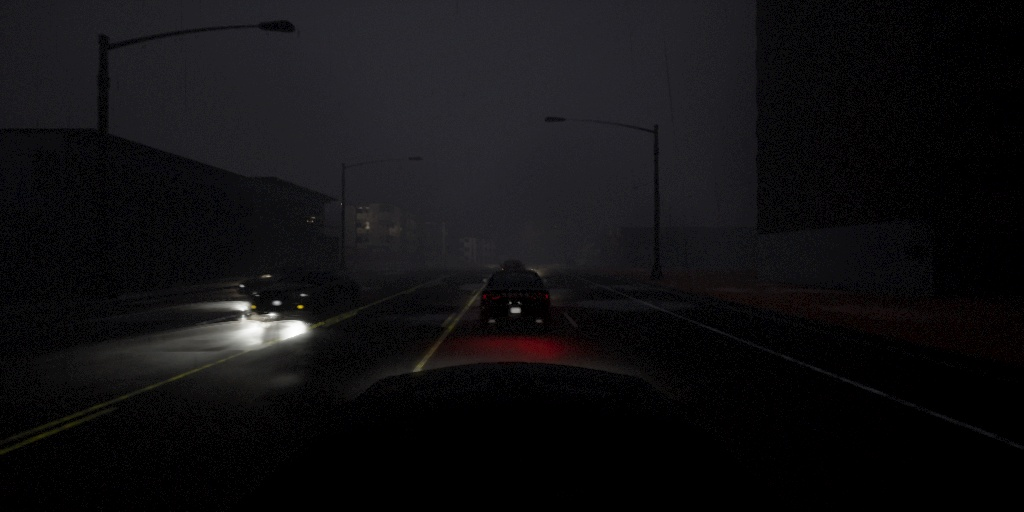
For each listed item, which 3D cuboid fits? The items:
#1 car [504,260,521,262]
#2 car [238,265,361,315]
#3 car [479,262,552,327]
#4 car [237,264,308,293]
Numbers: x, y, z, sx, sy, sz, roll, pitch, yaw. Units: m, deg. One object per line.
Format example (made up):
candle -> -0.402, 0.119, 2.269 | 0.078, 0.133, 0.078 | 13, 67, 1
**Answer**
car -> 0.050, 0.990, 26.643 | 1.812, 1.442, 4.674 | 0, 1, 0
car -> -7.094, 1.196, 12.797 | 1.994, 1.385, 4.181 | 0, 1, 0
car -> 0.089, 1.132, 11.144 | 1.882, 1.535, 5.008 | 0, 1, 0
car -> -10.573, 1.119, 17.490 | 2.033, 1.411, 5.357 | 0, 1, 0
